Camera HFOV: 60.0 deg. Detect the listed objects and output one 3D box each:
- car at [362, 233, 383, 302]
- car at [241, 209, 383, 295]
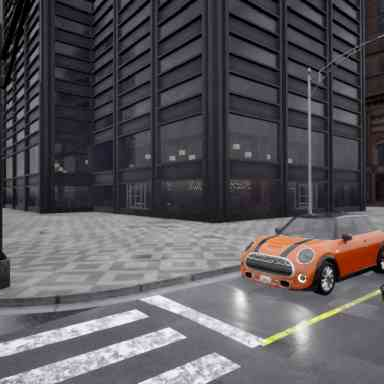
[{"bbox_3d":[5.867,1.546,6.926,5.357,1.411,2.033,0,0,-39],"label":"car"},{"bbox_3d":[3.399,1.379,8.922,4.553,1.767,2.097,0,0,-39],"label":"car"}]
